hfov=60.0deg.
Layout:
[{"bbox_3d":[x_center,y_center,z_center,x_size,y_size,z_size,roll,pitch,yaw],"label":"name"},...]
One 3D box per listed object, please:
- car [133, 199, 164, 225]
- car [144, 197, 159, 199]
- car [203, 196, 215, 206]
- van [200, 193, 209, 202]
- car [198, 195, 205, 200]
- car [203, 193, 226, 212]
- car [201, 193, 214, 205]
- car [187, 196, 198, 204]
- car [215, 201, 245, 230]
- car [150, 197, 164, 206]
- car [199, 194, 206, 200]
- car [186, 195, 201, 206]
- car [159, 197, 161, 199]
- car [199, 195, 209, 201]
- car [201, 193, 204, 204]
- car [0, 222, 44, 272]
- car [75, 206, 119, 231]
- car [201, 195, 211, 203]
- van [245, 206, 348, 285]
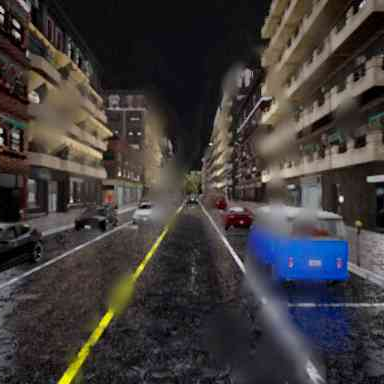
[{"bbox_3d":[-3.029,1.476,23.942,1.812,1.442,4.674,0,0,1],"label":"car"},{"bbox_3d":[-5.677,1.458,42.617,1.887,1.381,4.507,1,0,0],"label":"car"},{"bbox_3d":[2.704,1.416,53.888,1.752,1.417,4.829,1,0,0],"label":"car"},{"bbox_3d":[2.707,1.199,70.431,1.690,1.788,3.998,1,0,0],"label":"van"},{"bbox_3d":[2.705,1.397,92.717,1.802,1.307,4.206,1,0,0],"label":"car"},{"bbox_3d":[2.706,1.239,37.005,2.192,1.841,5.009,1,0,0],"label":"car"},{"bbox_3d":[2.707,1.195,59.289,2.192,1.841,5.009,1,0,0],"label":"car"},{"bbox_3d":[0.003,1.420,63.976,2.033,1.411,5.357,0,0,0],"label":"car"},{"bbox_3d":[2.702,1.502,20.292,1.887,1.381,4.507,1,0,0],"label":"car"},{"bbox_3d":[-5.677,1.473,53.759,1.802,1.307,4.206,1,0,0],"label":"car"},{"bbox_3d":[2.705,1.351,87.315,1.752,1.417,4.829,1,0,0],"label":"car"},{"bbox_3d":[0.003,1.439,53.670,2.033,1.411,5.357,0,0,0],"label":"car"},{"bbox_3d":[-5.677,1.484,48.187,1.802,1.307,4.206,1,0,0],"label":"car"},{"bbox_3d":[2.704,1.398,76.003,2.008,1.369,4.403,1,0,0],"label":"car"},{"bbox_3d":[2.706,1.228,42.575,2.192,1.841,5.009,1,0,0],"label":"car"},{"bbox_3d":[-5.678,1.547,9.190,1.947,1.339,4.313,1,0,0],"label":"car"},{"bbox_3d":[-5.678,1.524,20.332,1.947,1.339,4.313,1,0,0],"label":"car"},{"bbox_3d":[2.704,1.414,64.861,1.887,1.381,4.507,1,0,0],"label":"car"},{"bbox_3d":[2.704,1.322,9.150,1.690,1.788,3.998,1,0,0],"label":"van"}]
